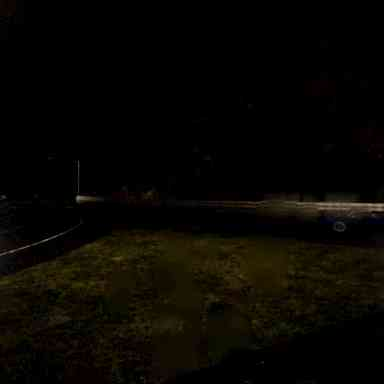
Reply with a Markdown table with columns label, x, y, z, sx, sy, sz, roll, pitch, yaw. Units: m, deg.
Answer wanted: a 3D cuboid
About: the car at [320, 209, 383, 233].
| label | x | y | z | sx | sy | sz | roll | pitch | yaw |
| --- | --- | --- | --- | --- | --- | --- | --- | --- | --- |
| car | 9.628 | 1.594 | 18.184 | 4.718 | 1.301 | 1.895 | 0 | 0 | 31 |
